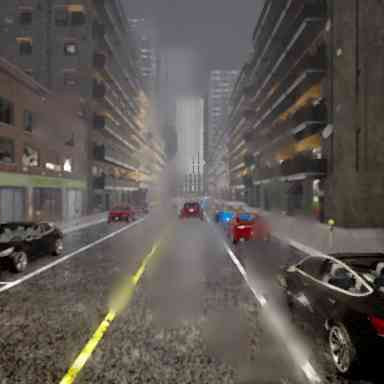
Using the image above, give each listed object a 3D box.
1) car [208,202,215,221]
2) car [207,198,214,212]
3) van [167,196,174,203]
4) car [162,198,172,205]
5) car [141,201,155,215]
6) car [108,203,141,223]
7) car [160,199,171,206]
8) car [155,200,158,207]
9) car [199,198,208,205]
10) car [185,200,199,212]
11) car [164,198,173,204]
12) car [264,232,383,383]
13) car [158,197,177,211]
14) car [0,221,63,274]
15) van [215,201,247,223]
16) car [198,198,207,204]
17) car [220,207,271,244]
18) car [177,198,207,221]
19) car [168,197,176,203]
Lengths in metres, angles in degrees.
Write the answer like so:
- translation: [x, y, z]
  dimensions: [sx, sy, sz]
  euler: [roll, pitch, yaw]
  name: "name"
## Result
- translation: [2.671, 1.794, 27.479]
  dimensions: [1.947, 1.339, 4.313]
  euler: [0, 0, 0]
  name: "car"
- translation: [2.663, 1.895, 44.219]
  dimensions: [1.752, 1.417, 4.829]
  euler: [0, 0, 0]
  name: "car"
- translation: [-5.738, 2.097, 88.246]
  dimensions: [1.690, 1.788, 3.998]
  euler: [0, -1, 0]
  name: "van"
- translation: [-5.731, 2.202, 77.198]
  dimensions: [1.887, 1.381, 4.507]
  euler: [0, -1, 0]
  name: "car"
- translation: [-5.714, 1.903, 38.534]
  dimensions: [1.802, 1.307, 4.206]
  euler: [0, 0, 0]
  name: "car"
- translation: [-5.710, 1.773, 27.488]
  dimensions: [1.887, 1.381, 4.507]
  euler: [0, 0, 0]
  name: "car"
- translation: [-5.728, 2.175, 71.674]
  dimensions: [1.947, 1.339, 4.313]
  euler: [0, -1, 0]
  name: "car"
- translation: [-5.722, 1.988, 54.935]
  dimensions: [1.752, 1.417, 4.829]
  euler: [0, 0, 0]
  name: "car"
- translation: [2.650, 2.209, 77.188]
  dimensions: [2.008, 1.369, 4.403]
  euler: [-1, -1, 0]
  name: "car"
- translation: [0.042, 1.866, 46.410]
  dimensions: [1.882, 1.535, 5.008]
  euler: [0, 0, 0]
  name: "car"
- translation: [-5.734, 2.251, 82.721]
  dimensions: [1.887, 1.381, 4.507]
  euler: [0, -1, 0]
  name: "car"
- translation: [2.680, 1.611, 5.386]
  dimensions: [1.947, 1.339, 4.313]
  euler: [0, 0, 0]
  name: "car"
- translation: [-3.021, 1.886, 46.225]
  dimensions: [2.128, 1.511, 4.902]
  euler: [0, -1, 0]
  name: "car"
- translation: [-5.703, 1.656, 10.918]
  dimensions: [1.947, 1.339, 4.313]
  euler: [0, 0, 0]
  name: "car"
- translation: [2.672, 1.523, 21.958]
  dimensions: [1.690, 1.788, 3.998]
  euler: [0, 0, 0]
  name: "van"
- translation: [2.647, 2.258, 82.711]
  dimensions: [2.008, 1.369, 4.403]
  euler: [-1, -1, 0]
  name: "car"
- translation: [2.676, 1.681, 16.433]
  dimensions: [1.887, 1.381, 4.507]
  euler: [0, 0, 0]
  name: "car"
- translation: [-0.004, 1.605, 30.473]
  dimensions: [2.097, 1.767, 4.553]
  euler: [0, 0, 0]
  name: "car"
- translation: [-5.739, 2.246, 93.769]
  dimensions: [1.967, 1.590, 4.097]
  euler: [-1, -1, 0]
  name: "car"
